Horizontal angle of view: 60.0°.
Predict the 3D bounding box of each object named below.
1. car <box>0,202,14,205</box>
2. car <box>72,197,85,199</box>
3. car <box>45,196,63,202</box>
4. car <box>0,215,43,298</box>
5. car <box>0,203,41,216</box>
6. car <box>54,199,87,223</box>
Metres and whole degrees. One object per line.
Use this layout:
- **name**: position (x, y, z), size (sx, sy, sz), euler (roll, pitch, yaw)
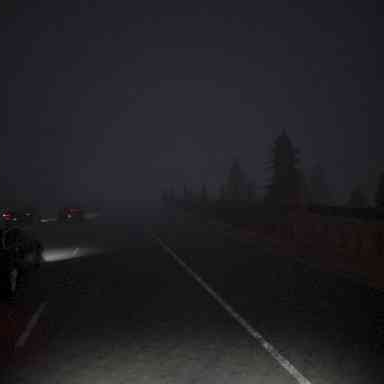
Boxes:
- **car**: position (-23.241, 1.941, 41.589), size (1.812, 1.442, 4.674), euler (-2, 0, -5)
- **car**: position (-25.276, 1.822, 73.119), size (2.128, 1.511, 4.902), euler (-2, 0, 12)
- **car**: position (-29.265, 1.638, 70.783), size (2.097, 1.767, 4.553), euler (-2, 0, 9)
- **car**: position (-5.159, 1.599, 8.505), size (1.837, 1.490, 4.892), euler (-1, 0, -14)
- **car**: position (-12.965, 1.748, 25.638), size (1.812, 1.442, 4.674), euler (-1, 0, -14)
- **car**: position (-9.805, 1.632, 27.453), size (2.128, 1.511, 4.902), euler (-1, 0, -14)
